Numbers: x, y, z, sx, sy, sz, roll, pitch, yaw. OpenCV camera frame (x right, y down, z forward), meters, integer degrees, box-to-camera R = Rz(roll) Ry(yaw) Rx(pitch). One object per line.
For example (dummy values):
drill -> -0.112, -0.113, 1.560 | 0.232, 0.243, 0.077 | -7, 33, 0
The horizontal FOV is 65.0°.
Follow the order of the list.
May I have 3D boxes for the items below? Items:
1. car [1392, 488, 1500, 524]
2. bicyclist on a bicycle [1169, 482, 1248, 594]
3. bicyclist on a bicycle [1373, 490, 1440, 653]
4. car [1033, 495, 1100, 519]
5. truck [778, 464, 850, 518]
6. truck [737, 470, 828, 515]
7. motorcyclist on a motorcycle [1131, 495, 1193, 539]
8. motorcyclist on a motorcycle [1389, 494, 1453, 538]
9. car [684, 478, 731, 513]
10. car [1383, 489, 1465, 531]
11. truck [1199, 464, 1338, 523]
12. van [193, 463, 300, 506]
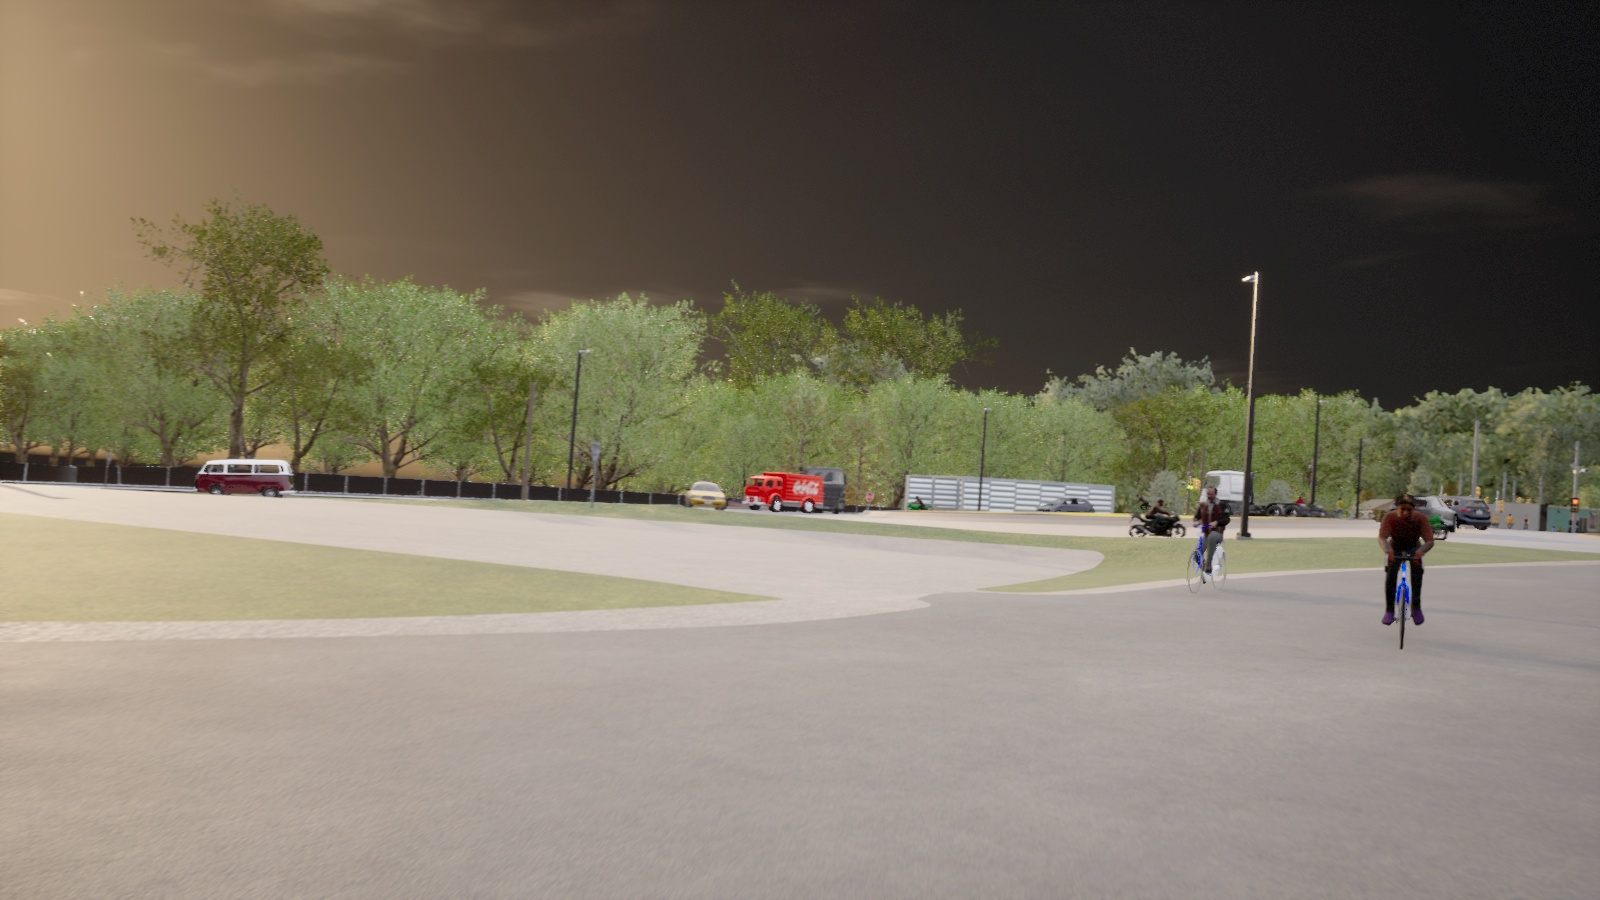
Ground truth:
car -> 33.324, 2.885, 64.954 | 2.242, 1.667, 4.611 | 3, -2, -21
bicyclist on a bicycle -> 6.781, 1.426, 20.778 | 0.659, 1.776, 1.843 | -1, -2, 37
bicyclist on a bicycle -> 6.510, 1.249, 13.489 | 0.582, 1.620, 1.656 | 1, -1, 26
car -> 17.915, 3.816, 84.415 | 4.193, 1.474, 1.816 | 0, -4, -29
truck -> 0.907, 3.073, 91.309 | 2.891, 3.462, 7.936 | 2, -5, -17
truck -> -1.049, 2.665, 78.225 | 2.627, 2.467, 5.204 | 1, -3, 44
motorcyclist on a motorcycle -> 13.063, 2.428, 45.375 | 2.044, 1.523, 0.797 | -1, -4, 12
motorcyclist on a motorcycle -> 22.402, 2.372, 45.311 | 2.044, 1.523, 0.797 | 0, -3, 31
car -> -4.668, 2.269, 62.444 | 1.801, 1.575, 5.366 | 4, -3, -9
car -> 27.498, 2.583, 55.246 | 2.033, 1.649, 4.856 | 2, 0, 41
truck -> 29.928, 2.797, 80.507 | 2.891, 3.462, 7.936 | 6, -5, -37
van -> -27.227, 1.702, 61.918 | 4.480, 2.038, 2.069 | 1, -2, -13
